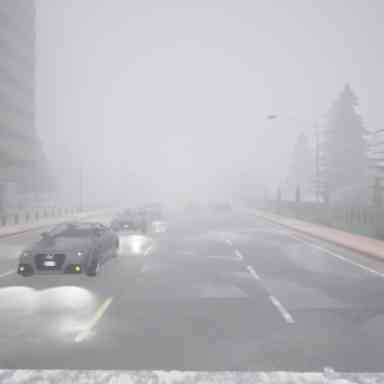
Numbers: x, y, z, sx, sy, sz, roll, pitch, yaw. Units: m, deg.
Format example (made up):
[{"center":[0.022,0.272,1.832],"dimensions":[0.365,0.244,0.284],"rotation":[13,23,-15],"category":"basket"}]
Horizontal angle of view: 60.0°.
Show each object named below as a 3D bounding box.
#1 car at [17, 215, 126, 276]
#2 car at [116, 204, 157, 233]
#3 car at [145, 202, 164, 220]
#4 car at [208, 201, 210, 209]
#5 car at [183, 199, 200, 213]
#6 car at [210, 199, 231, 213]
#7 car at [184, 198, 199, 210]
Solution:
[{"center":[-3.595,1.639,10.415],"dimensions":[1.994,1.385,4.181],"rotation":[0,0,0],"category":"car"},{"center":[-3.588,1.687,20.307],"dimensions":[1.994,1.385,4.181],"rotation":[0,0,1],"category":"car"},{"center":[-3.599,1.676,30.331],"dimensions":[1.837,1.490,4.892],"rotation":[0,0,0],"category":"car"},{"center":[3.478,1.726,50.561],"dimensions":[1.882,1.535,5.008],"rotation":[0,0,0],"category":"car"},{"center":[-0.022,1.686,40.182],"dimensions":[1.882,1.535,5.008],"rotation":[0,0,0],"category":"car"},{"center":[3.576,1.678,40.549],"dimensions":[1.882,1.535,5.008],"rotation":[0,0,0],"category":"car"},{"center":[-0.026,1.744,49.432],"dimensions":[2.128,1.511,4.902],"rotation":[0,0,0],"category":"car"}]
